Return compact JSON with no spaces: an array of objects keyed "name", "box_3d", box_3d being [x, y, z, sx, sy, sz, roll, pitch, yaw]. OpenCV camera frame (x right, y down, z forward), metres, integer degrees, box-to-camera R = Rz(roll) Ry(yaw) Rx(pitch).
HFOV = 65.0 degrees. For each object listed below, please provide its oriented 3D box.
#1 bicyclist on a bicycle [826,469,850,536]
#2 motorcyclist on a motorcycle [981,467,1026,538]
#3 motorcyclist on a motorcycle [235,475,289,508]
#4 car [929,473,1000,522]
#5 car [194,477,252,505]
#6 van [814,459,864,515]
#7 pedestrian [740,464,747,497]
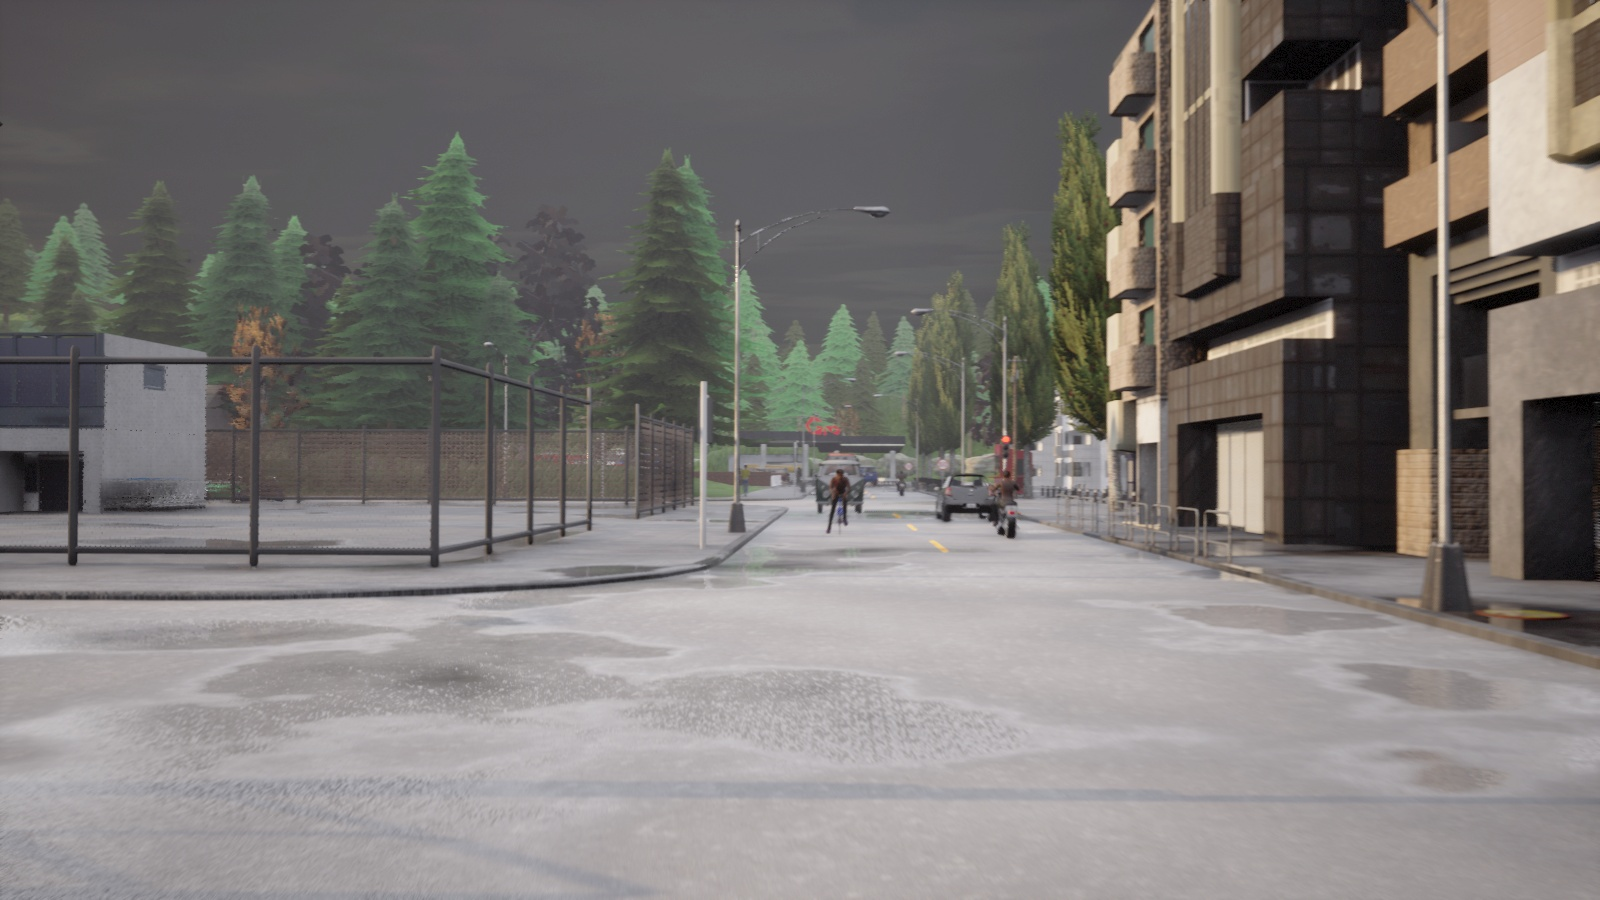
[{"name":"bicyclist on a bicycle","box_3d":[0.948,1.287,31.282,0.582,1.620,1.656,0,-1,2]},{"name":"motorcyclist on a motorcycle","box_3d":[4.918,1.254,30.446,0.766,1.649,2.350,0,-1,2]},{"name":"motorcyclist on a motorcycle","box_3d":[-25.139,1.942,58.702,2.191,1.530,0.866,0,-1,2]},{"name":"car","box_3d":[5.196,1.477,40.069,1.845,1.501,3.633,0,-1,2]},{"name":"car","box_3d":[-28.840,2.047,62.811,2.207,1.376,1.481,0,-1,2]},{"name":"van","box_3d":[1.407,1.352,47.233,1.775,1.987,4.442,0,-1,1]},{"name":"pedestrian","box_3d":[-3.217,1.734,71.405,0.354,1.836,0.706,0,-1,3]}]
